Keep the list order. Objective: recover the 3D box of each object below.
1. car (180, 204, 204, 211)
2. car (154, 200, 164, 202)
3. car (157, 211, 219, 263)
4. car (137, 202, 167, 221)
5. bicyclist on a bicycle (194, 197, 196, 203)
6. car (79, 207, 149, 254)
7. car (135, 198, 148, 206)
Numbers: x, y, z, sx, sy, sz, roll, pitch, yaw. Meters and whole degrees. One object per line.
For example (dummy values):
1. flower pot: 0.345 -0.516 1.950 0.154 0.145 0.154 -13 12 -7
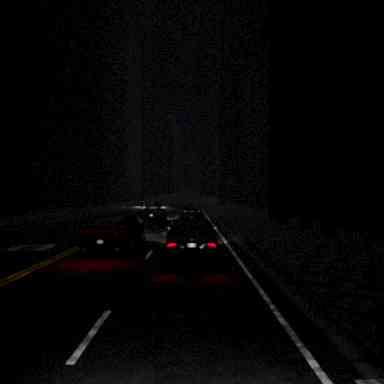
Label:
1. car: 0.004 1.771 28.490 2.128 1.511 4.902 0 0 0
2. car: -6.552 2.174 65.285 1.895 1.301 4.718 0 0 0
3. car: 0.002 1.674 12.515 2.033 1.411 5.357 0 -1 0
4. car: -3.243 1.843 28.571 1.994 1.385 4.181 0 0 0
5. bicyclist on a bicycle: 0.835 2.180 87.336 0.582 1.620 1.656 0 -1 0
6. car: -3.229 1.620 14.226 1.882 1.535 5.008 0 0 1
7. car: -9.807 1.928 65.358 2.097 1.767 4.553 0 0 0
